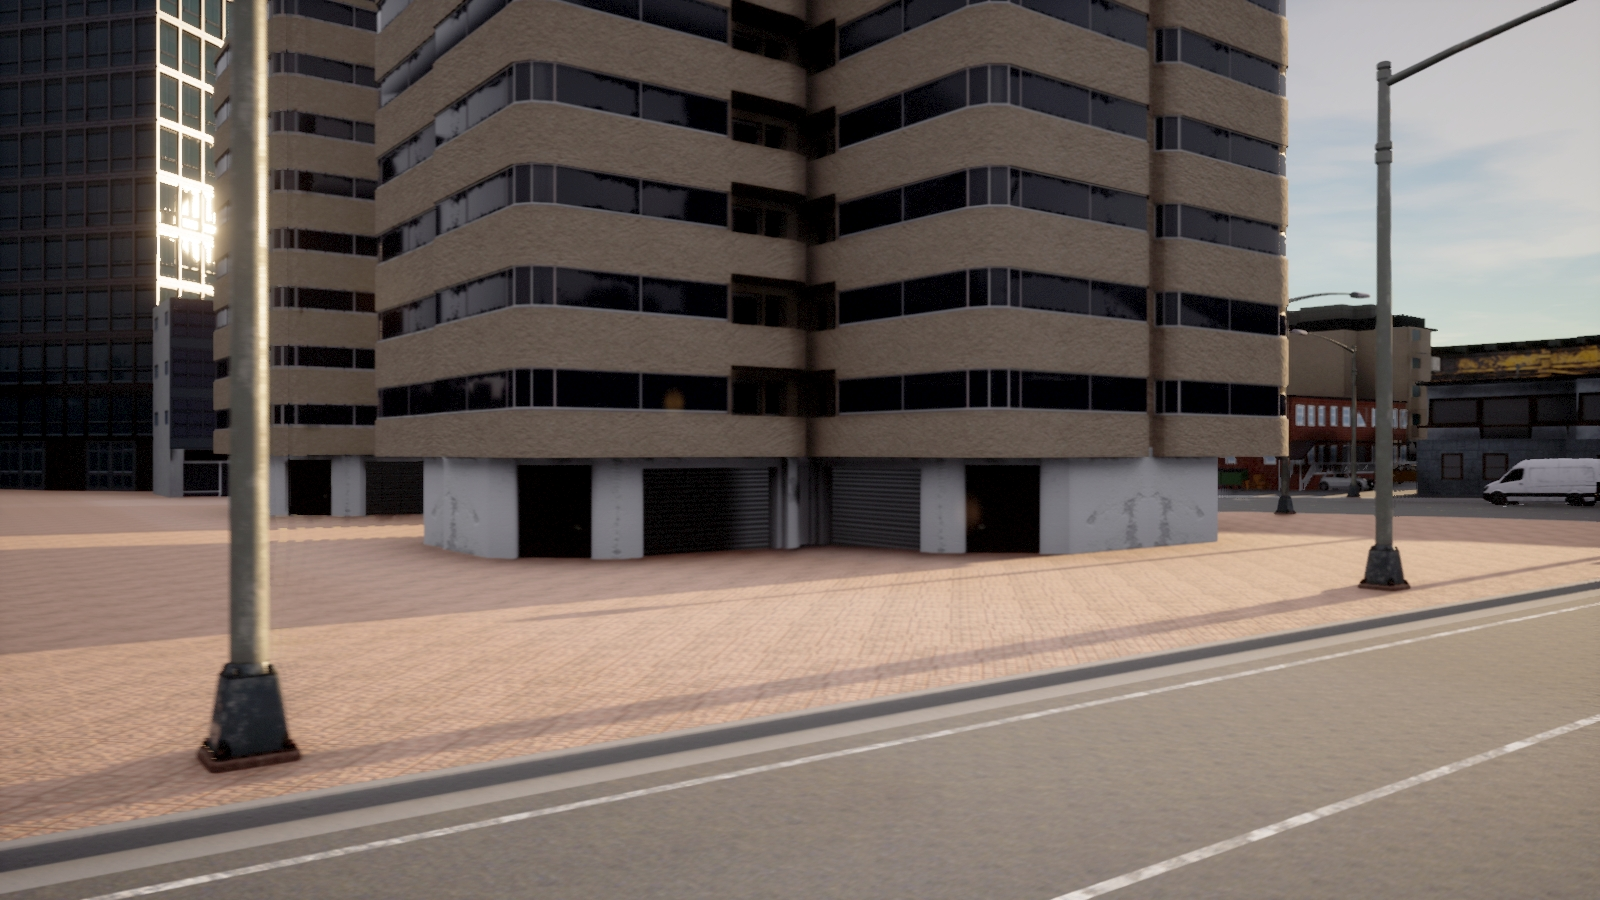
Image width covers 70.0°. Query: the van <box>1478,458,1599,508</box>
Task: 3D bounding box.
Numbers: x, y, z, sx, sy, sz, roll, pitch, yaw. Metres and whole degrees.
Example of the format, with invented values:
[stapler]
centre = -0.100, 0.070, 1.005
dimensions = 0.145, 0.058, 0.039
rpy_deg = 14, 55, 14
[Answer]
[van]
centre = 40.316, 1.759, 61.794
dimensions = 1.988, 2.561, 5.915
rpy_deg = 0, -1, -37
